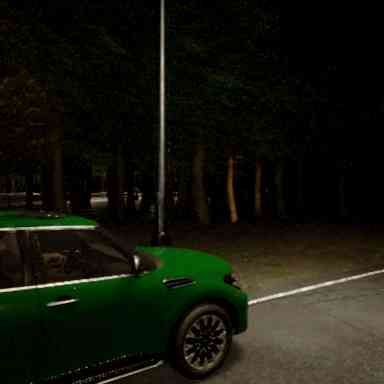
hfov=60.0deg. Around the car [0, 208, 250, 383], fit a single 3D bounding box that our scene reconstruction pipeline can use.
[{"bbox_3d":[-1.862,1.216,3.839,5.566,2.045,2.150,0,0,-35],"label":"car"}]
